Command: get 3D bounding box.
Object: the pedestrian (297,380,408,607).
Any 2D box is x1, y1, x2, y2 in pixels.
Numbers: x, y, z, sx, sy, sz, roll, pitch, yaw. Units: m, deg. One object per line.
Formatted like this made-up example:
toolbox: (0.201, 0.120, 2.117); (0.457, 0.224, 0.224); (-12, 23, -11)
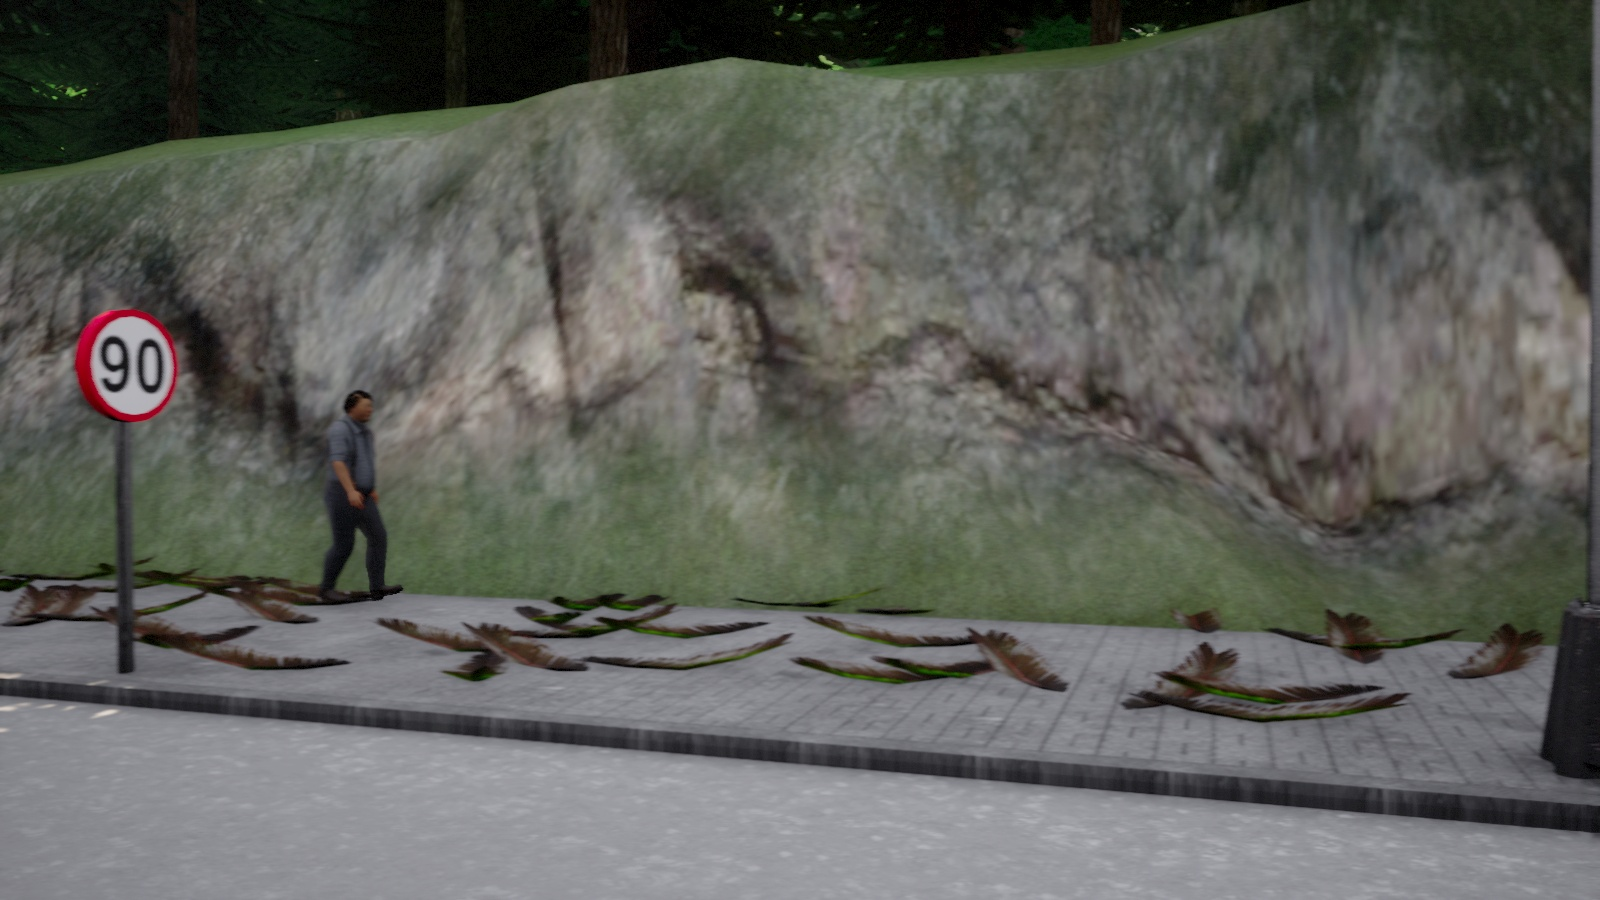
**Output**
pedestrian: (-3.759, 0.347, 10.580); (0.694, 1.848, 0.540); (1, 1, 18)
